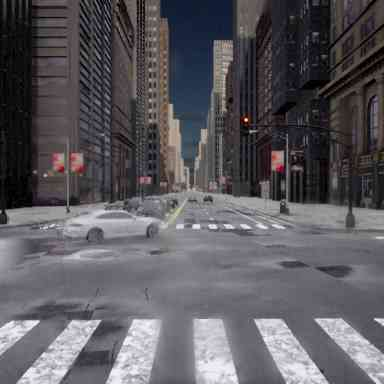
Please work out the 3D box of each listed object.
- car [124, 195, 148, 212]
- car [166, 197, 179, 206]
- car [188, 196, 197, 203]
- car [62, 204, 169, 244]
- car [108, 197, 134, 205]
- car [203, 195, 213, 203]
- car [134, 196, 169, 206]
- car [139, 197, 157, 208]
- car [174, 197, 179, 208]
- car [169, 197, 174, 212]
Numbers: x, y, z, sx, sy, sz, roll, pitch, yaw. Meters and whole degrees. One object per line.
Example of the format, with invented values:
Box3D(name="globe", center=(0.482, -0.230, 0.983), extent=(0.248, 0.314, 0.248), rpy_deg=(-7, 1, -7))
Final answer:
Box3D(name="car", center=(-6.595, 1.325, 39.730), extent=(2.097, 1.767, 4.553), rpy_deg=(0, 0, 0))
Box3D(name="car", center=(-3.311, 1.551, 56.499), extent=(1.895, 1.301, 4.718), rpy_deg=(0, 0, 0))
Box3D(name="car", center=(0.103, 1.467, 69.814), extent=(2.033, 1.411, 5.357), rpy_deg=(0, 0, 0))
Box3D(name="car", center=(-3.652, 1.514, 15.676), extent=(4.674, 1.442, 1.812), rpy_deg=(0, 0, -37))
Box3D(name="car", center=(-6.599, 1.487, 29.576), extent=(1.837, 1.490, 4.892), rpy_deg=(0, 0, 0))
Box3D(name="car", center=(3.353, 1.424, 69.902), extent=(1.837, 1.490, 4.892), rpy_deg=(0, 0, 0))
Box3D(name="car", center=(-3.289, 1.336, 27.675), extent=(2.097, 1.767, 4.553), rpy_deg=(0, 0, -2))
Box3D(name="car", center=(-6.586, 1.509, 50.027), extent=(2.033, 1.411, 5.357), rpy_deg=(0, 0, 0))
Box3D(name="car", center=(-3.337, 1.530, 46.482), extent=(1.994, 1.385, 4.181), rpy_deg=(0, 0, 0))
Box3D(name="car", center=(-3.350, 1.502, 36.459), extent=(1.812, 1.442, 4.674), rpy_deg=(0, 0, 0))
